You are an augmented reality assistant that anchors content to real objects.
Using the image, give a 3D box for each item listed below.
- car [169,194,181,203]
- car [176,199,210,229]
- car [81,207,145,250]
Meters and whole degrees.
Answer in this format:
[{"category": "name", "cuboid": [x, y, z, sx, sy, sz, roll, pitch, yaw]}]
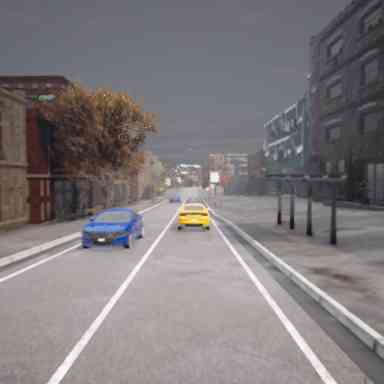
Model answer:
[{"category": "car", "cuboid": [-2.902, 1.105, 57.289, 1.882, 1.535, 5.008, 0, 1, 1]}, {"category": "car", "cuboid": [0.107, 1.467, 21.378, 1.882, 1.535, 5.008, 0, 0, 0]}, {"category": "car", "cuboid": [-3.292, 1.480, 14.659, 1.882, 1.535, 5.008, 0, 0, 0]}]
